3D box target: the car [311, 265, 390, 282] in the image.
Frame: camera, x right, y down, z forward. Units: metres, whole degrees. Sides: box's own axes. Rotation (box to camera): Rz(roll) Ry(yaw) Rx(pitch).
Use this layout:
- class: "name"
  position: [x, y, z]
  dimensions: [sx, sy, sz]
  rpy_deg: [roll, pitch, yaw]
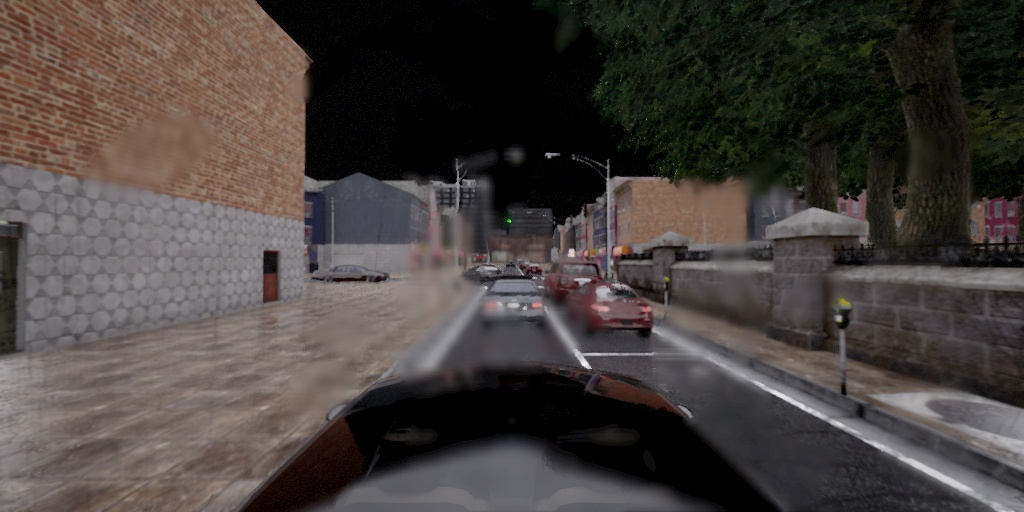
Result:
- class: "car"
  position: [-12.126, 1.362, 27.185]
  dimensions: [5.357, 1.411, 2.033]
  rpy_deg: [0, -1, -4]

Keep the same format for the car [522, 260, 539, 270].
- class: "car"
  position: [2.515, 1.471, 42.112]
  dimensions: [1.888, 1.381, 4.507]
  rpy_deg: [0, 0, 0]

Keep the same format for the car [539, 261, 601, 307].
- class: "car"
  position: [2.596, 1.116, 15.683]
  dimensions: [2.192, 1.841, 5.009]
  rpy_deg: [0, 0, 0]

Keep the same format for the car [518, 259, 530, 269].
- class: "car"
  position: [2.465, 1.565, 58.423]
  dimensions: [1.888, 1.381, 4.507]
  rpy_deg: [0, 0, 0]

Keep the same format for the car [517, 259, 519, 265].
- class: "car"
  position: [2.448, 1.369, 63.860]
  dimensions: [2.192, 1.841, 5.009]
  rpy_deg: [0, 0, 0]

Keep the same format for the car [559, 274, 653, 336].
- class: "car"
  position: [2.613, 1.362, 10.234]
  dimensions: [1.802, 1.307, 4.207]
  rpy_deg: [0, 0, 0]

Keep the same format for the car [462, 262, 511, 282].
- class: "car"
  position: [-2.205, 1.379, 27.609]
  dimensions: [1.812, 1.442, 4.674]
  rpy_deg: [1, -1, -29]

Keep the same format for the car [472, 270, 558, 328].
- class: "car"
  position: [0.058, 1.332, 11.553]
  dimensions: [2.033, 1.411, 5.357]
  rpy_deg: [0, 0, 0]
